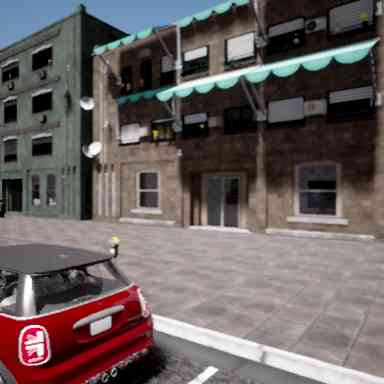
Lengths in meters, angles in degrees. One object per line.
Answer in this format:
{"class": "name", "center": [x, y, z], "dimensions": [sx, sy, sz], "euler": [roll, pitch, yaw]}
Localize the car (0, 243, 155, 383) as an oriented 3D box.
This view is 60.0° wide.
{"class": "car", "center": [-2.550, 1.466, 4.691], "dimensions": [4.097, 1.590, 1.967], "euler": [0, 0, 36]}
